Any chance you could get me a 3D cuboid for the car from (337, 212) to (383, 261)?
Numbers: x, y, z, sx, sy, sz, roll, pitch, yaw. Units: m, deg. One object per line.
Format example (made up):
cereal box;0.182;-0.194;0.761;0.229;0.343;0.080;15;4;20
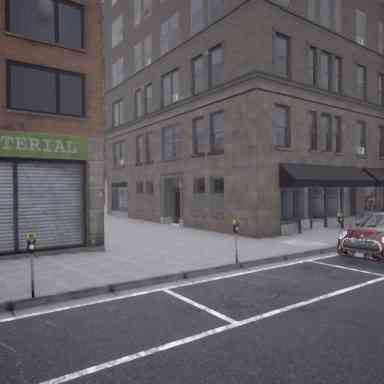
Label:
car;6.841;1.438;11.555;4.097;1.590;1.967;0;-1;-36
